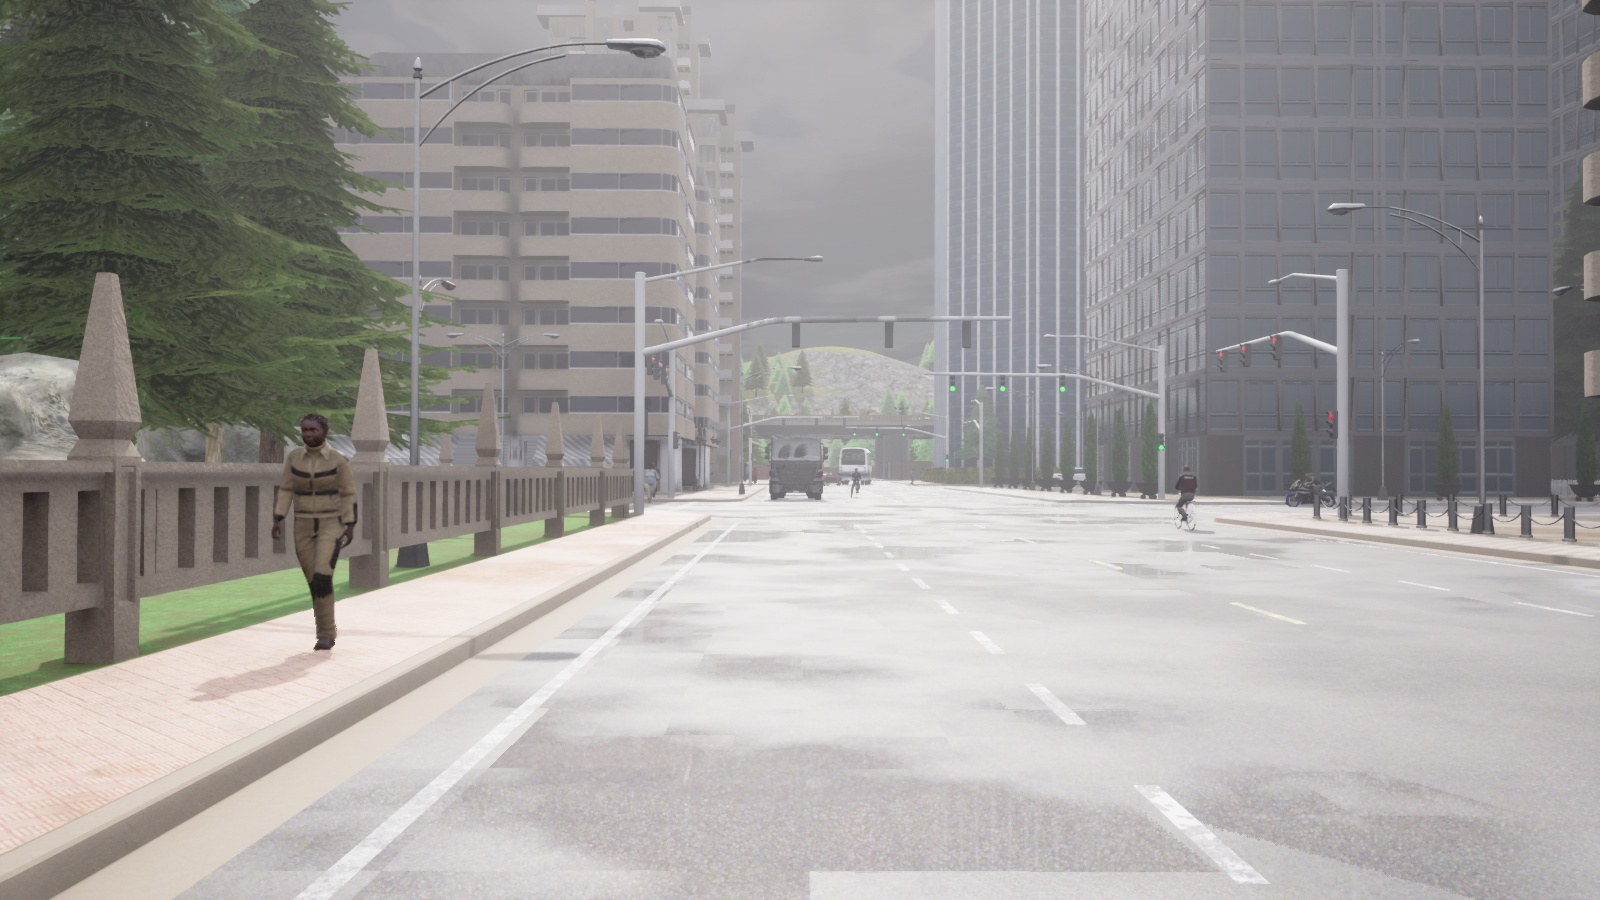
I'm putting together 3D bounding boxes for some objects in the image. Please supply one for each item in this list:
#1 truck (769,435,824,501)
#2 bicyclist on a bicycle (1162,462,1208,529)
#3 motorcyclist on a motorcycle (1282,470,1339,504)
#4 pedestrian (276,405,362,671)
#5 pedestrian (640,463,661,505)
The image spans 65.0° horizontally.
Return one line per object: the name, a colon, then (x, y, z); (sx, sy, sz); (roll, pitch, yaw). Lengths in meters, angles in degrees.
truck: (-0.204, 1.010, 70.268); (2.891, 3.462, 7.936); (0, -1, 0)
bicyclist on a bicycle: (10.402, 1.213, 33.970); (0.659, 1.776, 1.843); (0, -1, 0)
motorcyclist on a motorcycle: (22.751, 1.641, 55.963); (2.191, 1.530, 0.866); (0, -1, 0)
pedestrian: (-3.620, 0.647, 9.485); (0.396, 1.930, 0.692); (0, -1, -2)
pedestrian: (-6.686, 1.519, 56.084); (0.874, 1.855, 0.900); (0, -1, -11)
